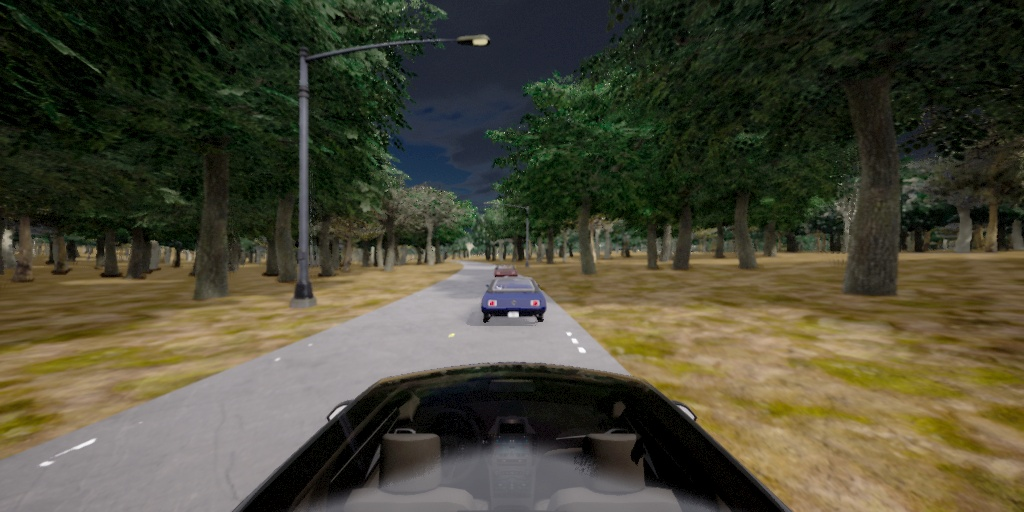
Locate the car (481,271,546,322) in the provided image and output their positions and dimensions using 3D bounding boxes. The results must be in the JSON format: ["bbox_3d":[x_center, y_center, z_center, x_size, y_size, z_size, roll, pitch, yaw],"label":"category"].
[{"bbox_3d":[0.018,1.364,12.320,1.895,1.301,4.718,0,0,-1],"label":"car"}]

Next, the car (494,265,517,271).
[{"bbox_3d":[-0.605,1.371,30.264,1.895,1.301,4.718,0,0,-3],"label":"car"}]
